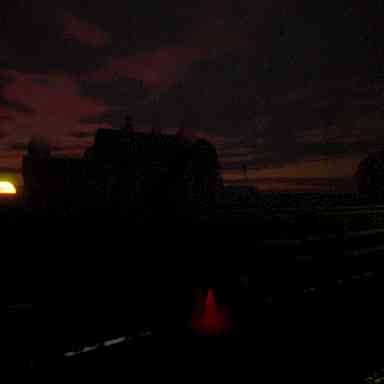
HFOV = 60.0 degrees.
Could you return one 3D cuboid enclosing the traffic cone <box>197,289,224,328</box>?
[{"bbox_3d":[0.320,1.962,5.712,0.340,0.580,0.340,0,0,-35],"label":"traffic cone"}]
